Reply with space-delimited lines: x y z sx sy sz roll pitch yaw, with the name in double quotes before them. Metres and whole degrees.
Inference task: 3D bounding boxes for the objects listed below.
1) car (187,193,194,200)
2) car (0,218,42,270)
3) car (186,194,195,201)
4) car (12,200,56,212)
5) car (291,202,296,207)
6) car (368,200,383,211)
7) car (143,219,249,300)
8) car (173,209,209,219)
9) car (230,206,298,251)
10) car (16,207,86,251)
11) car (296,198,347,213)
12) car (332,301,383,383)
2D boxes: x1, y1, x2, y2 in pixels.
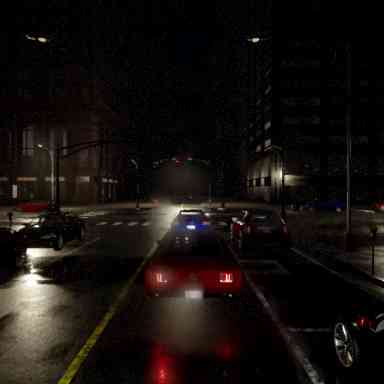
"car" -0.399 1.288 92.263 2.097 1.767 4.553 0 0 0
"car" -5.788 1.566 8.317 1.947 1.339 4.313 0 0 0
"car" -0.329 1.409 82.255 2.097 1.767 4.553 0 0 0
"car" -16.744 1.598 35.463 4.181 1.385 1.994 0 0 0
"car" 14.101 1.447 38.858 4.892 1.490 1.837 0 0 1
"car" 23.000 1.487 38.925 4.181 1.385 1.994 0 0 -1
"car" 0.040 1.601 8.352 1.895 1.301 4.718 0 0 0
"car" -0.047 1.565 17.108 1.994 1.385 4.181 0 0 0
"car" 2.720 1.441 13.980 1.967 1.590 4.097 0 0 0
"car" -5.805 1.551 13.954 2.008 1.369 4.403 0 0 0
"car" 14.073 1.484 35.618 4.674 1.442 1.812 0 0 1
"car" 2.753 1.566 2.708 1.947 1.339 4.313 0 0 0
